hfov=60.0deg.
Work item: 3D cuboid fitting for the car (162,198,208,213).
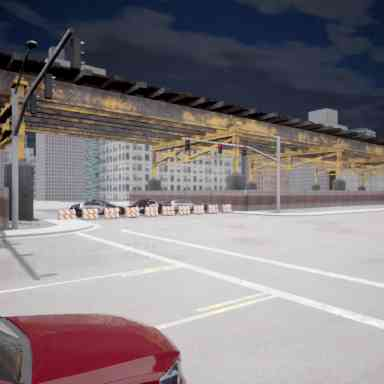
[{"bbox_3d":[-0.804,1.453,36.824,4.974,1.542,2.038,0,0,-7],"label":"car"}]

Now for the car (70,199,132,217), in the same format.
[{"bbox_3d":[-8.440,1.453,30.356,4.974,1.542,2.038,0,0,8],"label":"car"}]

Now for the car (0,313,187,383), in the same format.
[{"bbox_3d":[-2.195,1.526,2.201,4.674,1.442,1.812,0,0,-35],"label":"car"}]

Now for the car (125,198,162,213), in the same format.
[{"bbox_3d":[-4.687,1.295,33.102,1.853,1.218,4.536,0,0,18],"label":"car"}]

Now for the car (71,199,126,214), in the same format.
[{"bbox_3d":[-8.491,1.295,30.363,4.536,1.218,1.853,0,0,8],"label":"car"}]

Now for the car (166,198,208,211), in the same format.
[{"bbox_3d":[-0.855,1.295,36.817,4.536,1.218,1.853,0,0,-7],"label":"car"}]

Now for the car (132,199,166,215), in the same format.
[{"bbox_3d":[-4.703,1.453,33.052,2.038,1.542,4.974,0,0,18],"label":"car"}]
